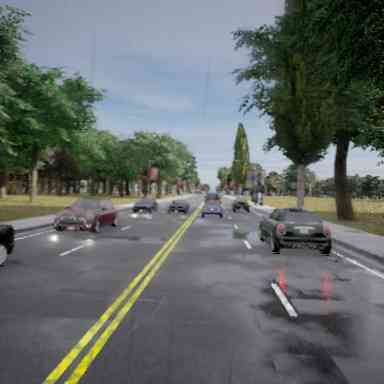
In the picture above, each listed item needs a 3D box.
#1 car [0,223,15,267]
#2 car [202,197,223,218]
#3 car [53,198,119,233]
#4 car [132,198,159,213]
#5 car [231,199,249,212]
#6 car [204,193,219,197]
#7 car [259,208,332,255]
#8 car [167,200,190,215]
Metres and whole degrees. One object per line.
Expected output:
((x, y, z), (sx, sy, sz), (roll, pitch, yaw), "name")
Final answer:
((-6.230, 1.271, 7.723), (1.882, 1.535, 5.008), (2, 0, 3), "car")
((1.857, 1.506, 30.201), (2.033, 1.411, 5.357), (2, 0, 4), "car")
((-5.551, 1.133, 17.972), (2.097, 1.767, 4.553), (2, 0, 5), "car")
((-4.526, 1.311, 33.362), (2.033, 1.411, 5.357), (2, 0, 4), "car")
((5.727, 1.548, 39.557), (1.837, 1.490, 4.892), (2, 0, 4), "car")
((2.794, 1.166, 45.071), (2.150, 2.045, 5.566), (2, 0, 4), "car")
((4.127, 1.425, 13.950), (2.097, 1.767, 4.553), (2, 0, 4), "car")
((-1.301, 1.459, 32.943), (1.895, 1.301, 4.718), (2, 0, 4), "car")
